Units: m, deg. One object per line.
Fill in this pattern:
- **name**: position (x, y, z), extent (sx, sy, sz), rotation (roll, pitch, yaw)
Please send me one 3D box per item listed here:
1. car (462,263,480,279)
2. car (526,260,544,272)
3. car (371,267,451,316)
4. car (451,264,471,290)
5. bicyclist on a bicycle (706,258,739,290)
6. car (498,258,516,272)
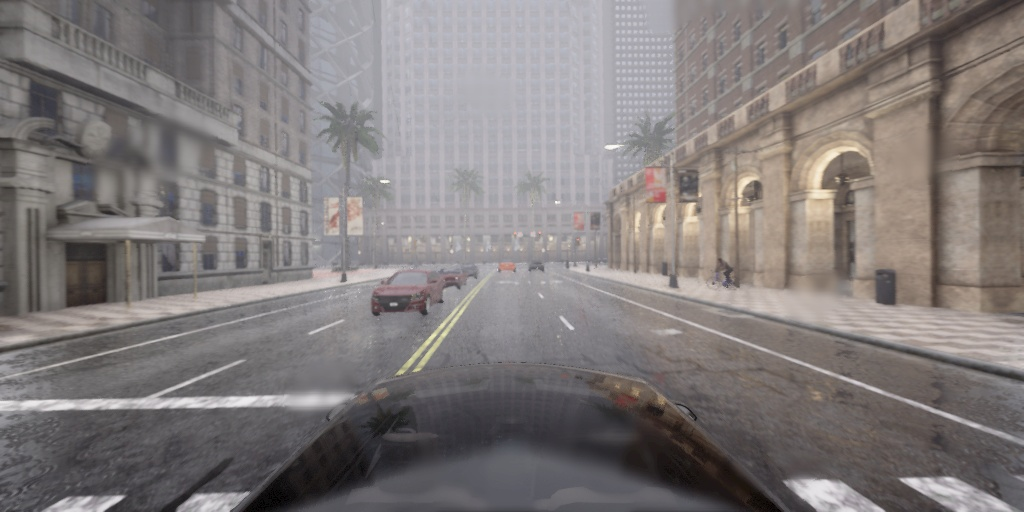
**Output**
- **car**: position (-4.098, 1.351, 33.085), extent (1.994, 1.385, 4.181), rotation (-1, 0, 0)
- **car**: position (2.935, 1.191, 44.491), extent (1.837, 1.490, 4.892), rotation (-1, 0, -1)
- **car**: position (-3.824, 1.272, 13.920), extent (1.882, 1.535, 5.008), rotation (-1, 0, -1)
- **car**: position (-4.001, 1.392, 23.211), extent (1.895, 1.301, 4.718), rotation (-1, 0, -1)
- **bicyclist on a bicycle**: position (10.430, 0.902, 17.743), extent (1.656, 1.620, 0.582), rotation (0, 0, -1)
- **car**: position (-0.607, 1.087, 44.823), extent (2.097, 1.767, 4.553), rotation (-1, 0, 0)
